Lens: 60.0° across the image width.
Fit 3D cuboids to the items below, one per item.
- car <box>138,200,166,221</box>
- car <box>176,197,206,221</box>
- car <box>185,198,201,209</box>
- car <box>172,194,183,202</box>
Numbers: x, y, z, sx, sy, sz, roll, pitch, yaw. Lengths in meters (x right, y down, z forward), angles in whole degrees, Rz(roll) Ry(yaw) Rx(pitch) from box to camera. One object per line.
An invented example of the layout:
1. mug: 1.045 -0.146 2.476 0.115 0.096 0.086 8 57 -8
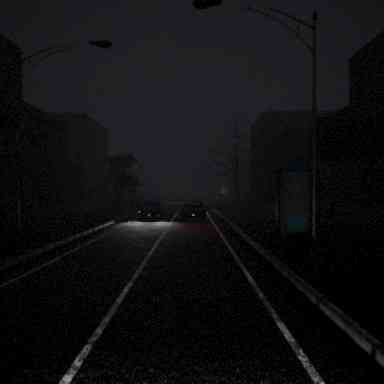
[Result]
1. car: -3.103 1.409 26.495 1.837 1.490 4.892 0 0 0
2. car: 0.095 1.398 25.853 2.128 1.511 4.902 0 0 0
3. car: 0.093 1.422 42.993 1.895 1.301 4.718 0 0 0
4. car: -3.013 1.222 68.303 2.097 1.767 4.553 0 -1 0
